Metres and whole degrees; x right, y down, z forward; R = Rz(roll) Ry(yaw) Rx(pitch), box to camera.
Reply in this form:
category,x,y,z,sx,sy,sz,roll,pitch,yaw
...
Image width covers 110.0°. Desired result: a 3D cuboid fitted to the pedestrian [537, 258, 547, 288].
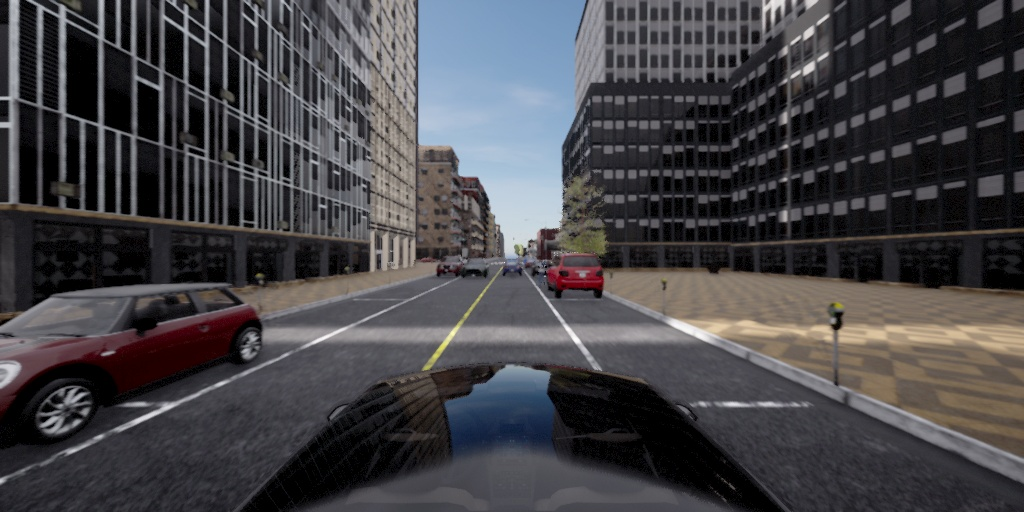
category,x,y,z,sx,sy,sz,roll,pitch,yaw
pedestrian,1.737,0.944,21.213,0.375,1.860,0.375,0,0,0

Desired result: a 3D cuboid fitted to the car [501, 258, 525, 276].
category,x,y,z,sx,sy,sz,roll,pitch,yaw
car,0.042,1.112,34.595,1.812,1.442,4.674,0,0,0

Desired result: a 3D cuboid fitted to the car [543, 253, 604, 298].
category,x,y,z,sx,sy,sz,roll,pitch,yaw
car,3.007,0.891,17.955,2.150,2.045,5.566,0,0,0

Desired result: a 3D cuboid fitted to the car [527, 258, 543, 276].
category,x,y,z,sx,sy,sz,roll,pitch,yaw
car,2.672,1.157,33.487,1.948,1.339,4.313,0,0,0

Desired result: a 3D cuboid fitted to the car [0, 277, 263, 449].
category,x,y,z,sx,sy,sz,roll,pitch,yaw
car,-5.688,1.173,5.072,1.967,1.591,4.097,0,0,0

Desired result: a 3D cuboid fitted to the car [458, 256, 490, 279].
category,x,y,z,sx,sy,sz,roll,pitch,yaw
car,-3.066,0.955,30.807,2.097,1.767,4.553,0,0,0

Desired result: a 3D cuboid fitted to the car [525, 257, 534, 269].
category,x,y,z,sx,sy,sz,roll,pitch,yaw
car,2.679,1.098,50.554,1.802,1.307,4.207,0,0,0

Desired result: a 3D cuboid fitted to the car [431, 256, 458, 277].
category,x,y,z,sx,sy,sz,roll,pitch,yaw
car,-5.676,0.907,33.517,2.192,1.841,5.009,0,0,0
